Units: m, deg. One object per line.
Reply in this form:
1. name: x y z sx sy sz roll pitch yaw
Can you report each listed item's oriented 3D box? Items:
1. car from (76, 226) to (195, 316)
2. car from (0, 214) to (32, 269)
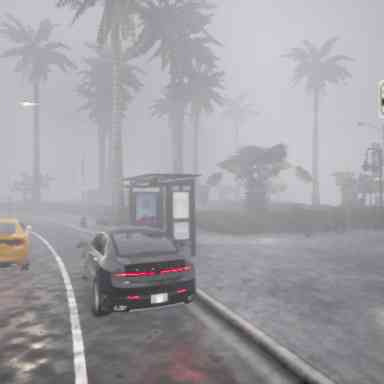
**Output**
1. car: -1.506 1.568 7.835 1.837 1.490 4.892 0 0 -23
2. car: -6.522 1.615 11.166 1.882 1.535 5.008 0 0 -26
